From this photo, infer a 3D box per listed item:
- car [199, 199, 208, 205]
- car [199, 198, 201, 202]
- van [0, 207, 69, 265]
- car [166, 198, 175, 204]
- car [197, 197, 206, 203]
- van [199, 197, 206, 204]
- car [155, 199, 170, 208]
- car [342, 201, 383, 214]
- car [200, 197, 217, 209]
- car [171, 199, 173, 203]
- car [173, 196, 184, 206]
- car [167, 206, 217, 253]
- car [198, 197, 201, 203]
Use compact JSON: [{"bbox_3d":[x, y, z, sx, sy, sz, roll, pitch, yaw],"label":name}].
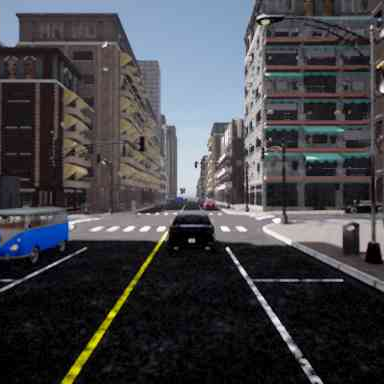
[{"bbox_3d":[2.682,2.343,77.432,1.802,1.307,4.206,0,-1,0],"label":"car"},{"bbox_3d":[2.685,2.090,55.296,2.008,1.369,4.403,0,-1,0],"label":"car"},{"bbox_3d":[-5.802,1.456,11.869,1.690,1.788,3.998,0,-1,0],"label":"van"},{"bbox_3d":[-5.700,2.419,88.499,1.887,1.381,4.507,0,-1,0],"label":"car"},{"bbox_3d":[2.681,2.247,94.036,2.192,1.841,5.009,0,-1,0],"label":"car"},{"bbox_3d":[2.682,2.159,82.968,1.690,1.788,3.998,0,-1,0],"label":"van"},{"bbox_3d":[-5.697,2.145,60.829,2.008,1.369,4.403,0,-1,0],"label":"car"},{"bbox_3d":[18.253,1.604,35.319,4.313,1.339,1.947,-1,0,0],"label":"car"},{"bbox_3d":[2.686,1.925,49.763,1.967,1.590,4.097,0,-1,0],"label":"car"},{"bbox_3d":[-5.698,2.271,71.898,1.947,1.339,4.313,0,-1,0],"label":"car"},{"bbox_3d":[-3.009,1.951,73.942,2.150,2.045,5.566,0,-1,0],"label":"car"},{"bbox_3d":[0.005,1.618,14.493,1.882,1.535,5.008,0,0,0],"label":"car"},{"bbox_3d":[2.683,2.287,71.898,1.802,1.307,4.206,0,-1,0],"label":"car"}]
